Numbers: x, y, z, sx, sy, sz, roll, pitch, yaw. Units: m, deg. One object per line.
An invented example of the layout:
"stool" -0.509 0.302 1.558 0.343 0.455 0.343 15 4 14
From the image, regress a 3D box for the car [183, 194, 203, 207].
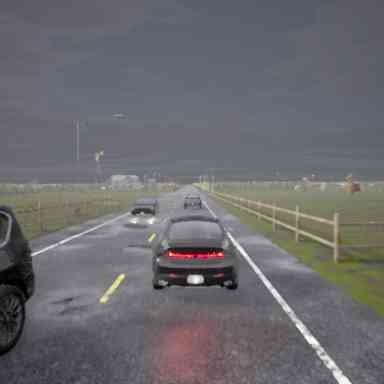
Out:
"car" 0.091 0.921 34.675 2.128 1.511 4.902 0 1 0

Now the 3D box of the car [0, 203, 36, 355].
"car" -3.543 1.172 2.992 2.150 2.045 5.566 0 1 1

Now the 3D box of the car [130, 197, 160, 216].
"car" -3.603 1.111 26.747 2.033 1.411 5.357 0 1 0

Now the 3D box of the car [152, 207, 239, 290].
"car" 0.076 1.364 8.693 1.837 1.490 4.892 0 1 0
